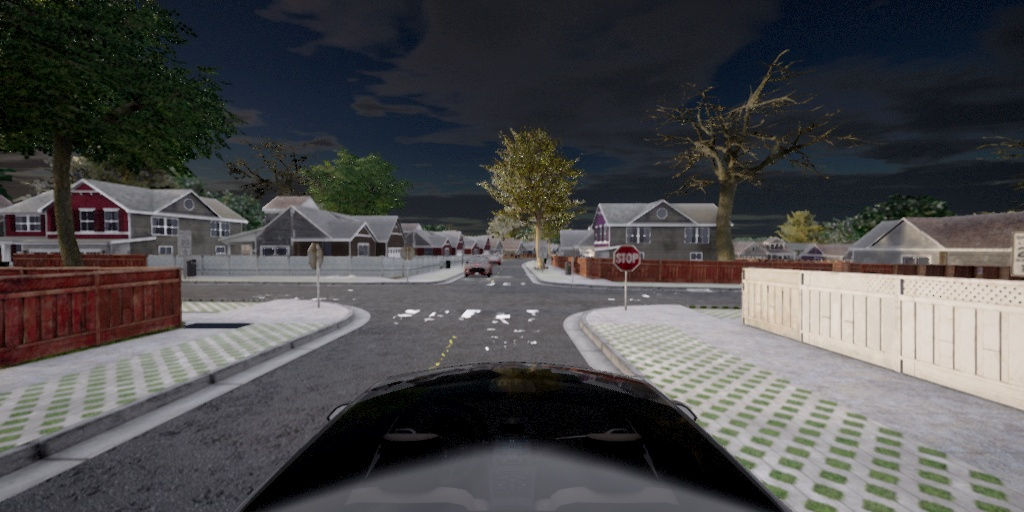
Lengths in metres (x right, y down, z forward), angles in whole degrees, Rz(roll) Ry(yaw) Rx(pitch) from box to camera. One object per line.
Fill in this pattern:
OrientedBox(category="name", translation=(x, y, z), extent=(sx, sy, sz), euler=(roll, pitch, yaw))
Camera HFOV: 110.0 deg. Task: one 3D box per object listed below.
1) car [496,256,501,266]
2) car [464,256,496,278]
OrientedBox(category="car", translation=(-2.716, 0.702, 54.880), extent=(1.882, 1.535, 5.008), euler=(0, 1, 0))
OrientedBox(category="car", translation=(-2.741, 0.813, 30.220), extent=(2.097, 1.767, 4.553), euler=(0, 0, 0))
